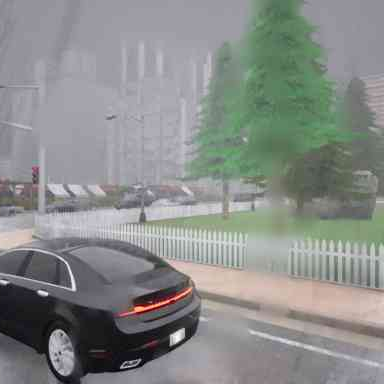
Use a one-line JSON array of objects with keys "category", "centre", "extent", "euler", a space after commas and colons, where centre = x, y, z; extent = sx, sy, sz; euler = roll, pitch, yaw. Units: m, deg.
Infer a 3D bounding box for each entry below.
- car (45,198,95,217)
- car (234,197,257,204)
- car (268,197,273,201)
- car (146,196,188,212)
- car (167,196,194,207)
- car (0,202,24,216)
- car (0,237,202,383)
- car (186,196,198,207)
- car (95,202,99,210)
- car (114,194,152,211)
[{"category": "car", "centre": [-12.302, 1.491, 32.104], "extent": [2.128, 1.511, 4.902], "euler": [0, 0, 34]}, {"category": "car", "centre": [9.232, 1.221, 57.560], "extent": [2.150, 2.045, 5.566], "euler": [0, 0, 34]}, {"category": "car", "centre": [14.956, 1.564, 59.811], "extent": [1.994, 1.385, 4.181], "euler": [0, 0, 34]}, {"category": "car", "centre": [-2.894, 1.526, 39.482], "extent": [1.812, 1.442, 4.674], "euler": [0, 0, 34]}, {"category": "car", "centre": [-1.864, 1.505, 53.879], "extent": [1.837, 1.490, 4.892], "euler": [0, 0, 34]}, {"category": "car", "centre": [-17.996, 1.601, 30.017], "extent": [1.895, 1.301, 4.718], "euler": [0, 0, 36]}, {"category": "car", "centre": [-2.143, 1.505, 5.454], "extent": [4.892, 1.490, 1.837], "euler": [0, 0, 36]}, {"category": "car", "centre": [-1.130, 1.352, 48.717], "extent": [2.097, 1.767, 4.553], "euler": [0, 0, 34]}, {"category": "car", "centre": [-12.862, 1.478, 37.551], "extent": [1.882, 1.535, 5.008], "euler": [0, 0, 34]}, {"category": "car", "centre": [-6.832, 1.221, 40.253], "extent": [2.150, 2.045, 5.566], "euler": [0, 0, 34]}]
